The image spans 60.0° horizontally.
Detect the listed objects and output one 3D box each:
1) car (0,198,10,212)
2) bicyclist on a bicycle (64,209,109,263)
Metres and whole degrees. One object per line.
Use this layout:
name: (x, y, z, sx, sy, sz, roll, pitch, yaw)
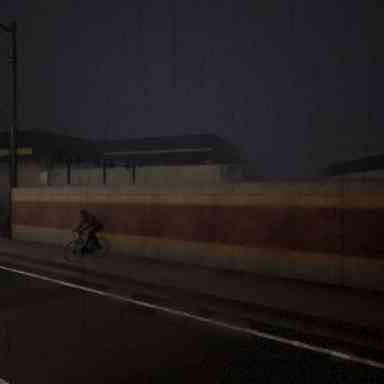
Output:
car: (-20.364, 1.481, 38.925, 2.242, 1.667, 4.611, 0, 0, 37)
bicyclist on a bicycle: (-3.251, 1.341, 10.391, 0.582, 1.620, 1.656, 0, -1, 35)
